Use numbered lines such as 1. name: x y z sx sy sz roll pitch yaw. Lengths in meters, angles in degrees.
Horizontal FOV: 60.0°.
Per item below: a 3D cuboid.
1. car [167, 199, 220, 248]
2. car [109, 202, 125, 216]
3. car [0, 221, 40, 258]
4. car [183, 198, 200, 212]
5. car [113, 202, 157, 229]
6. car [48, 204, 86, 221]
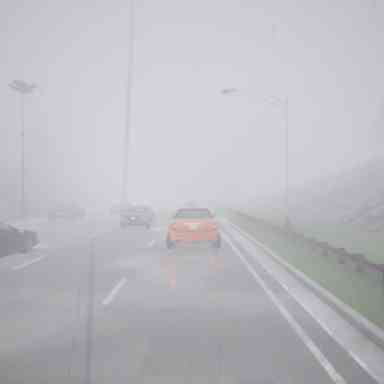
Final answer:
1. car: 0.059 1.388 15.015 2.097 1.767 4.553 0 0 0
2. car: -7.023 1.707 34.132 1.895 1.301 4.718 0 0 0
3. car: -6.915 1.596 10.648 2.033 1.411 5.357 0 0 0
4. car: -0.050 1.577 40.945 1.882 1.535 5.008 0 0 0
5. car: -3.476 1.613 22.083 2.033 1.411 5.357 0 0 0
6. car: -10.496 1.667 28.167 1.994 1.385 4.181 0 0 0
